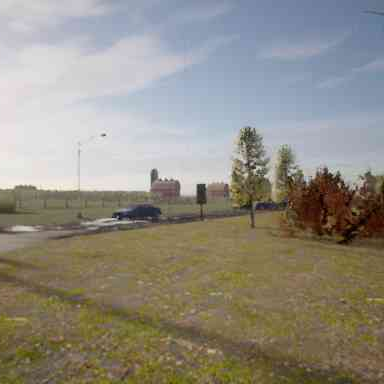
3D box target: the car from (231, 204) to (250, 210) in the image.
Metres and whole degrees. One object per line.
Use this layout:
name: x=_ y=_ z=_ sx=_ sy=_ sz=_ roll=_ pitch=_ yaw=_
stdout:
car: x=7.712 y=2.075 z=51.093 sx=1.895 sy=1.301 sz=4.718 roll=-1 pitch=-1 yaw=32

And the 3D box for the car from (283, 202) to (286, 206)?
car: x=16.934 y=2.047 z=59.313 sx=1.812 sy=1.442 sz=4.674 roll=-1 pitch=-1 yaw=31

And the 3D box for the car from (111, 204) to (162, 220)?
car: x=-4.963 y=1.791 z=30.783 sx=2.033 sy=1.411 sz=5.357 roll=-1 pitch=-1 yaw=32

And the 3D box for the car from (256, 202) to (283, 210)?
car: x=11.453 y=1.637 z=50.322 sx=2.150 sy=2.045 sz=5.566 roll=-1 pitch=-1 yaw=32
